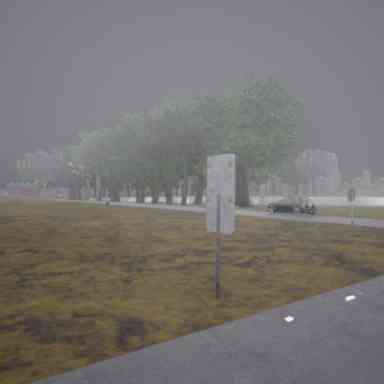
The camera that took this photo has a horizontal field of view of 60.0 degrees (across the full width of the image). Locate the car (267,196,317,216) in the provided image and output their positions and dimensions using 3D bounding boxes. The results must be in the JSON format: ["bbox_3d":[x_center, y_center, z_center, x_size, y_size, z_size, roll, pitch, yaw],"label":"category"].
[{"bbox_3d":[9.056,1.210,30.629,2.097,1.767,4.553,1,0,-35],"label":"car"}]
